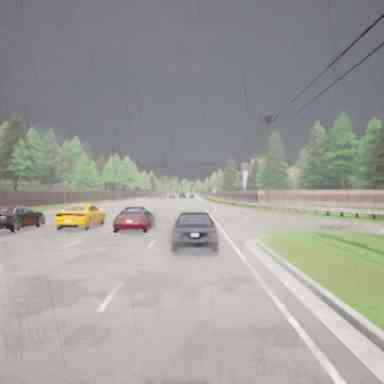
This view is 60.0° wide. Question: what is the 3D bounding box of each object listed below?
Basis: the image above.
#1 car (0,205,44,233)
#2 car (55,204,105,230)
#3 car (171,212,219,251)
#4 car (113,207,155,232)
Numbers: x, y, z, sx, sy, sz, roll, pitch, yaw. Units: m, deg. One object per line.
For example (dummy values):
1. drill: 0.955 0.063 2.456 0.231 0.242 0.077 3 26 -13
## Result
1. car: -10.394 1.498 19.455 2.128 1.511 4.902 0 0 0
2. car: -6.892 1.485 21.016 1.882 1.535 5.008 0 0 0
3. car: 0.106 1.552 14.110 2.033 1.411 5.357 0 0 0
4. car: -3.393 1.571 20.060 1.994 1.385 4.181 0 0 0
